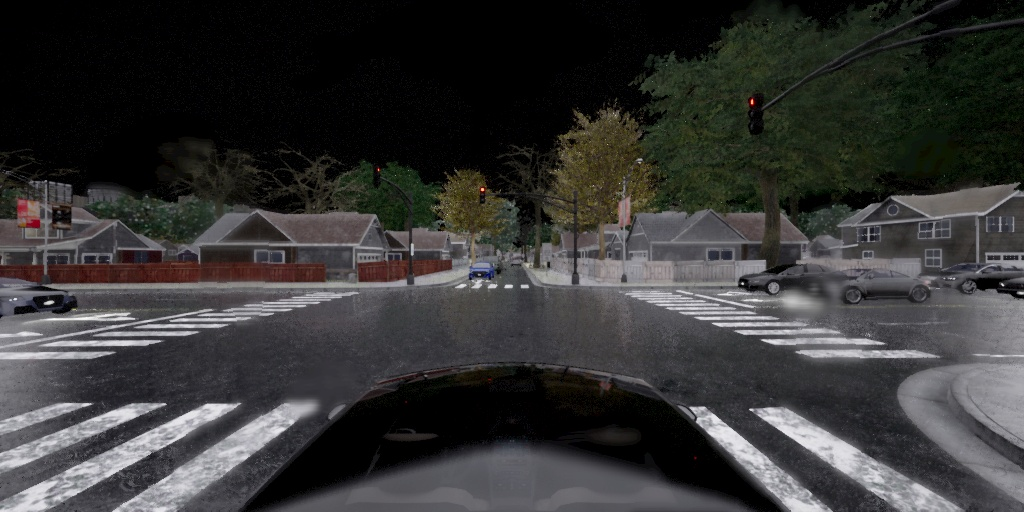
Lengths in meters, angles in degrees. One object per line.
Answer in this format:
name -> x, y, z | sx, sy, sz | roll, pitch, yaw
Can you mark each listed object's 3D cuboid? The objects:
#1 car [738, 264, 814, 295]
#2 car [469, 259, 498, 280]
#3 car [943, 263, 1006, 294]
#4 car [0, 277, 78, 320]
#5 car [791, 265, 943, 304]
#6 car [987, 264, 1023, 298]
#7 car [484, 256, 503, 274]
car -> 14.263, 1.158, 18.319 | 4.892, 1.490, 1.837 | 0, 0, 2
car -> -2.594, 1.241, 31.411 | 1.882, 1.535, 5.008 | 0, 0, 1
car -> 23.592, 1.093, 18.182 | 4.902, 1.511, 2.128 | 0, 0, 1
car -> -17.598, 1.410, 12.136 | 4.181, 1.385, 1.994 | 0, 0, 1
car -> 14.717, 1.217, 15.071 | 4.181, 1.385, 1.994 | 0, 0, 1
car -> 23.954, 1.149, 14.925 | 5.357, 1.411, 2.033 | 0, 0, 1
car -> -2.400, 0.994, 41.647 | 2.150, 2.045, 5.566 | 0, 0, 1
